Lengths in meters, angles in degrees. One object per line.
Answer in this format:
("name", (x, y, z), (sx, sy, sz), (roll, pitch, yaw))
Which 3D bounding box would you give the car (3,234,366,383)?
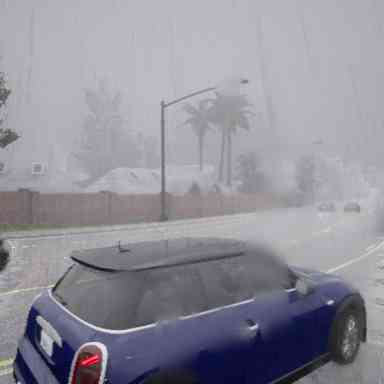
("car", (0.352, 1.393, 4.311), (4.553, 1.767, 2.097), (1, -1, -39))

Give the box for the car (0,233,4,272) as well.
("car", (-7.047, 1.479, 7.657), (5.008, 1.535, 1.882), (1, -1, -36))

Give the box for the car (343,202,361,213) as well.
("car", (23.030, 2.256, 47.818), (1.837, 1.490, 4.892), (0, -1, 33))

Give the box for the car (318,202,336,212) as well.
("car", (20.410, 2.264, 50.215), (2.128, 1.511, 4.902), (0, -1, 33))
